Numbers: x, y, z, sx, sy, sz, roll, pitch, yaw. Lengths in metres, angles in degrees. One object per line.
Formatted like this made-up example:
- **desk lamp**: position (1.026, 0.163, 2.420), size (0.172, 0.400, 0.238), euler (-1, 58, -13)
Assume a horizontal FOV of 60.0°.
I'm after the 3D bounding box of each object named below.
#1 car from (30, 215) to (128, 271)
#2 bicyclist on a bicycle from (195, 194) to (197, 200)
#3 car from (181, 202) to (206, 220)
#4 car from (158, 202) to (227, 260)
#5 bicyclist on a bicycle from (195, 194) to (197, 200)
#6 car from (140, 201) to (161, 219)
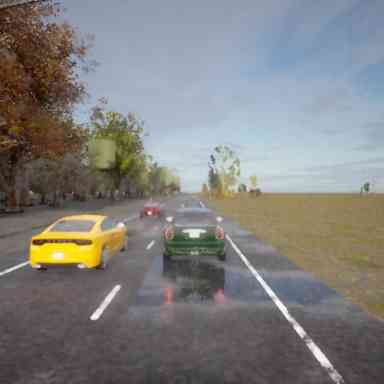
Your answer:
- **car**: position (-3.417, 1.482, 11.005), size (1.882, 1.535, 5.008), euler (0, 0, 0)
- **bicyclist on a bicycle**: position (0.988, 1.474, 81.687), size (0.866, 1.612, 1.509), euler (0, 0, 0)
- **car**: position (0.097, 1.575, 28.682), size (1.994, 1.385, 4.181), euler (0, 0, 0)
- **car**: position (0.089, 1.358, 12.539), size (2.097, 1.767, 4.553), euler (0, 0, 0)
- **bicyclist on a bicycle**: position (0.996, 1.491, 90.689), size (0.582, 1.620, 1.656), euler (0, 0, 0)
- **car**: position (-3.399, 1.537, 29.156), size (1.812, 1.442, 4.674), euler (0, 0, 0)
